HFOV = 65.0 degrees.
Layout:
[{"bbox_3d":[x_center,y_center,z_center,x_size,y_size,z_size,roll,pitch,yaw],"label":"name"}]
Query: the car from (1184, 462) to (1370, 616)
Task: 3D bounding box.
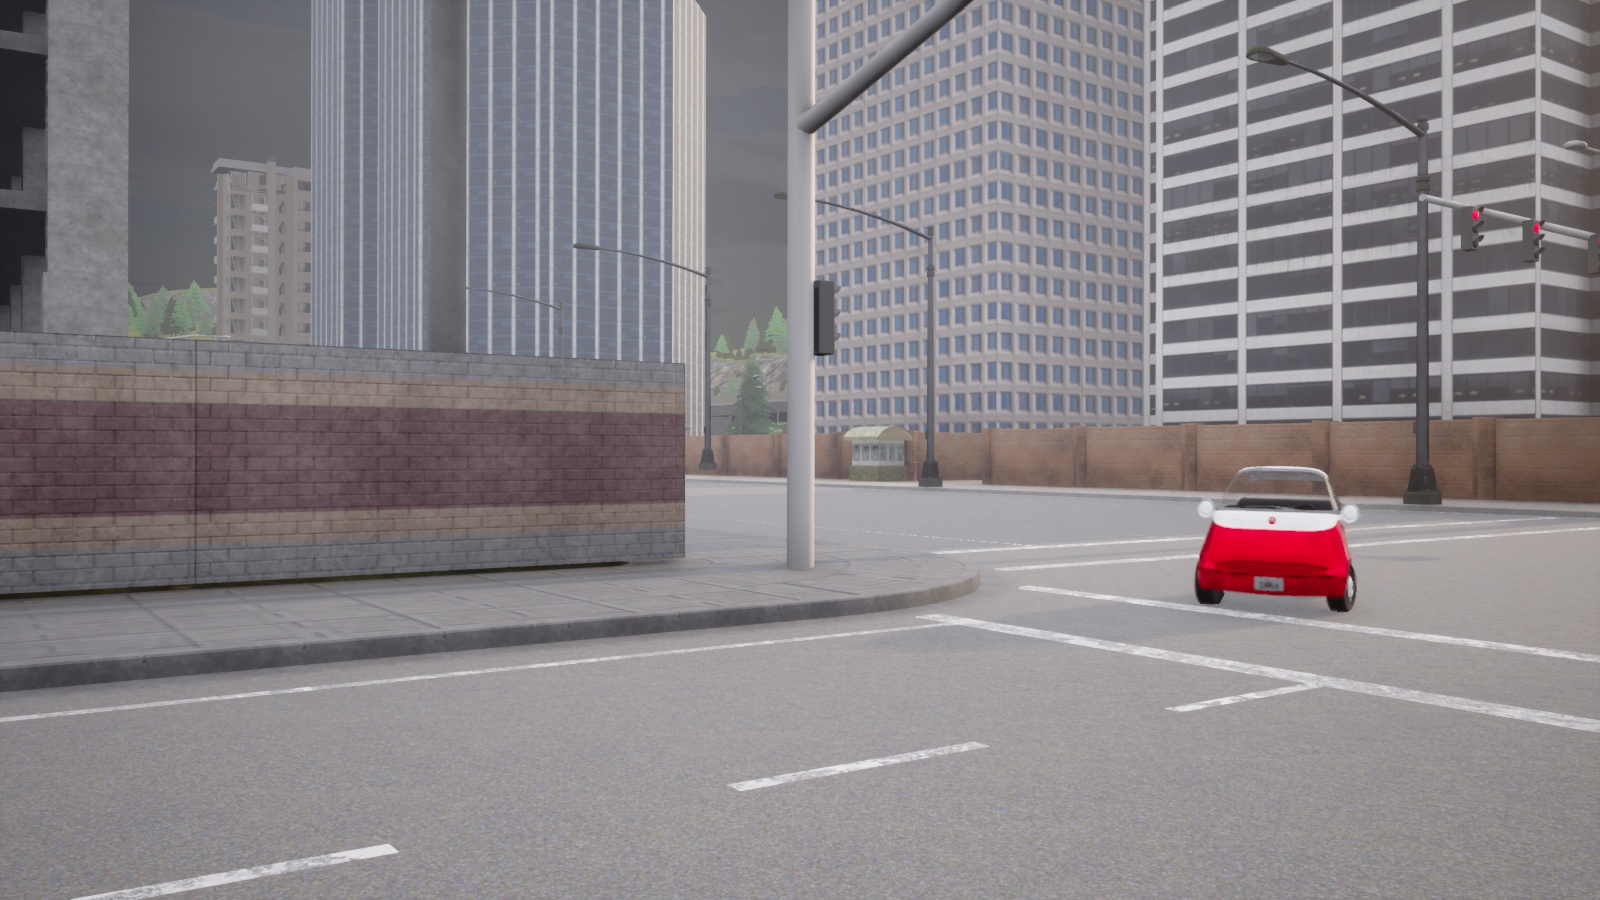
[{"bbox_3d":[4.868,0.820,12.695,1.481,1.376,2.207,0,0,28],"label":"car"}]
